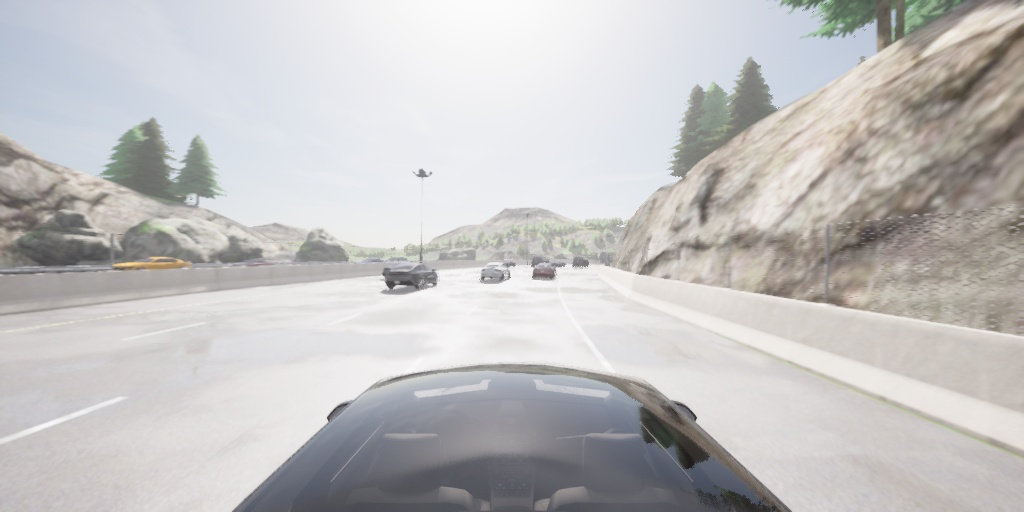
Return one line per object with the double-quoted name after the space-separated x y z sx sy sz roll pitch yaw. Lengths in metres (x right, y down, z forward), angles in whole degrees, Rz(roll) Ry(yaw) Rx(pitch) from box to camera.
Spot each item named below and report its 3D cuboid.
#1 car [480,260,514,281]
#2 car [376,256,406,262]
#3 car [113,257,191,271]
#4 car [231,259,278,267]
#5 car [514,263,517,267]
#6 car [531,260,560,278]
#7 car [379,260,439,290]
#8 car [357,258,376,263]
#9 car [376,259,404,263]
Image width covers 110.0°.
-1.324 1.264 29.951 1.812 1.442 4.674 0 0 10 "car"
-15.479 0.896 47.704 2.097 1.767 4.553 1 0 14 "car"
-29.642 0.821 29.755 1.882 1.535 5.008 1 0 8 "car"
-25.248 0.970 35.273 1.994 1.385 4.181 1 0 10 "car"
-0.757 1.355 61.347 1.895 1.301 4.718 1 0 21 "car"
3.146 1.366 34.295 1.994 1.385 4.181 1 0 11 "car"
-5.903 1.178 21.705 1.837 1.490 4.892 0 0 7 "car"
-18.893 0.981 48.484 1.882 1.535 5.008 1 0 14 "car"
-8.816 1.182 30.342 2.033 1.411 5.357 1 0 13 "car"
